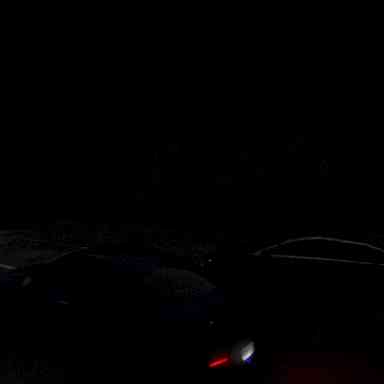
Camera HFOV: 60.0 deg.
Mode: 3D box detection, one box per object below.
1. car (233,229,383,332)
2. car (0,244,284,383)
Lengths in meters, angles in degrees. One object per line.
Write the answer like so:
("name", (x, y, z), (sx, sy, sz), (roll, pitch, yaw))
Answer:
("car", (2.494, 1.490, 6.512), (4.902, 1.511, 2.128), (0, 0, 35))
("car", (-1.271, 1.523, 4.899), (4.674, 1.442, 1.812), (0, 0, 36))
